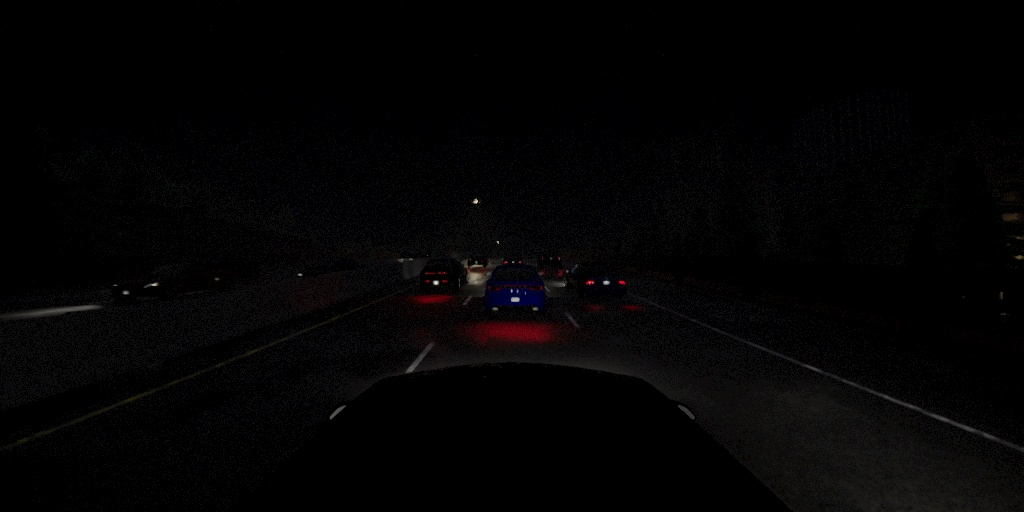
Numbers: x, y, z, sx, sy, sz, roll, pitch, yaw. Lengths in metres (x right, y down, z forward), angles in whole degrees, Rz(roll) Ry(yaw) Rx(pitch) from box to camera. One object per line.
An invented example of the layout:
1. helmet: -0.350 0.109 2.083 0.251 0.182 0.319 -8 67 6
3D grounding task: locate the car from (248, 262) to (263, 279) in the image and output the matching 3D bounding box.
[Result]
1. car: -17.605 0.823 21.585 2.033 1.411 5.357 0 2 0

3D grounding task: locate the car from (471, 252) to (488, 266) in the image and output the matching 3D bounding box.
1. car: -3.423 0.344 36.656 1.812 1.442 4.674 0 2 0

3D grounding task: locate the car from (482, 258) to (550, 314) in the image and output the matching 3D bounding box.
1. car: 0.097 1.023 12.751 1.882 1.535 5.008 0 2 0

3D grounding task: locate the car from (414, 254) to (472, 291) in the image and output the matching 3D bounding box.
1. car: -3.405 0.876 18.473 1.837 1.490 4.892 0 2 0

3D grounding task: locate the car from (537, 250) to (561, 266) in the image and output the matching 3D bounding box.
1. car: 3.590 0.217 35.134 2.097 1.767 4.553 0 2 0

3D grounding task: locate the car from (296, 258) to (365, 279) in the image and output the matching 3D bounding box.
1. car: -10.606 0.823 21.596 2.033 1.411 5.357 0 2 0

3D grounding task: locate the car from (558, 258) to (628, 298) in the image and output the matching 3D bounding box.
1. car: 3.595 0.989 16.169 2.033 1.411 5.357 0 2 0

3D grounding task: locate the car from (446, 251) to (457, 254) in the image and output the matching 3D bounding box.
1. car: -10.542 -0.161 62.720 1.812 1.442 4.674 0 -1 0

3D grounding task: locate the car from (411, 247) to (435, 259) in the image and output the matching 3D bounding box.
1. car: -14.064 -0.502 58.237 2.150 2.045 5.566 0 0 1

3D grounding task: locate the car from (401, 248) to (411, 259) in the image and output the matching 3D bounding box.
1. car: -17.530 -0.470 62.531 2.150 2.045 5.566 0 -1 0

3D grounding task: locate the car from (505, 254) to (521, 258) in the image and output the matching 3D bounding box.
1. car: 0.091 0.522 31.536 2.033 1.411 5.357 0 2 0

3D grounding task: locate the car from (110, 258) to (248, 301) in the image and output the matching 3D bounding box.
1. car: -14.104 0.989 15.410 1.812 1.442 4.674 0 2 0
